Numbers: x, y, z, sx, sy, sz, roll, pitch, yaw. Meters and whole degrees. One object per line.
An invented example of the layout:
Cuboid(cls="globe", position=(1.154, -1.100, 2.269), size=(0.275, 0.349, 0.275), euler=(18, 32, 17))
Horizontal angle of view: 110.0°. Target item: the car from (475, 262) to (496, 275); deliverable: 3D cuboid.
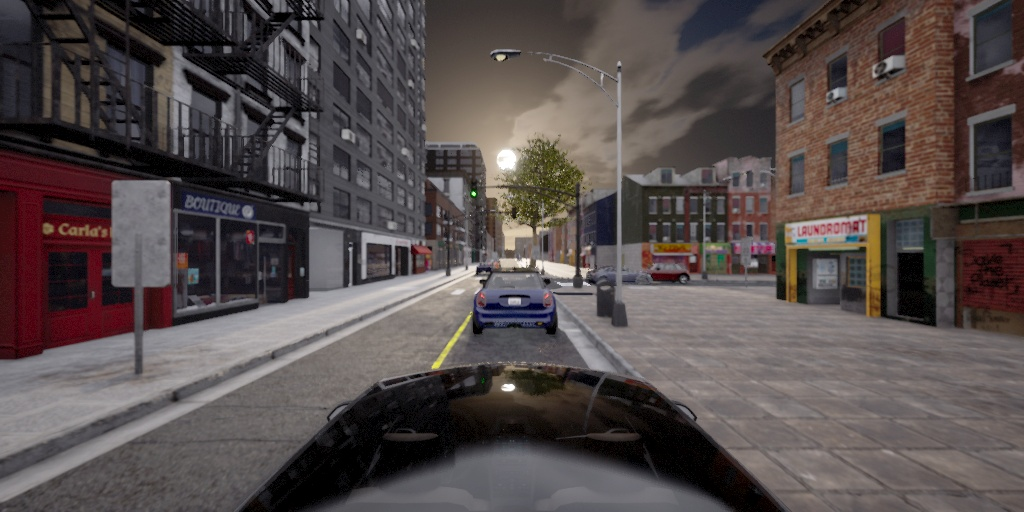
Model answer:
Cuboid(cls="car", position=(-2.835, 1.305, 38.957), size=(1.895, 1.301, 4.718), euler=(0, 0, 0))

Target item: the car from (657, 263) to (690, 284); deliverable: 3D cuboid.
Cuboid(cls="car", position=(10.924, 1.229, 26.791), size=(4.097, 1.591, 1.967), euler=(0, 0, 0))

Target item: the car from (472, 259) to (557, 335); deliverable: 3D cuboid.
Cuboid(cls="car", position=(0.079, 1.089, 10.599), size=(2.097, 1.767, 4.553), euler=(0, 0, 1))

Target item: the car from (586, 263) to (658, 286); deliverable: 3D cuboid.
Cuboid(cls="car", position=(7.143, 1.328, 24.020), size=(4.181, 1.385, 1.994), euler=(0, 0, -6))
